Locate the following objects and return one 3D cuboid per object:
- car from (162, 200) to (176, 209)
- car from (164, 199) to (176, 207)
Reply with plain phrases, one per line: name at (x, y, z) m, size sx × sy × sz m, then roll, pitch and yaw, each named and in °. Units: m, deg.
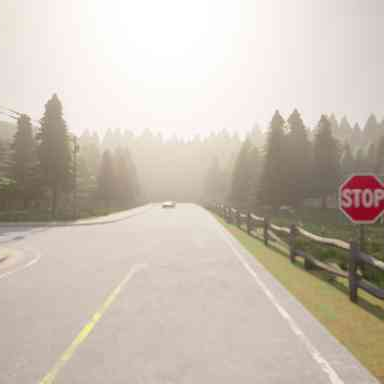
car at (-3.979, 2.035, 55.303) m, size 2.033 × 1.411 × 5.357 m, roll 0°, pitch 0°, yaw -1°
car at (-4.158, 2.125, 63.637) m, size 1.994 × 1.385 × 4.181 m, roll 0°, pitch 0°, yaw -2°
